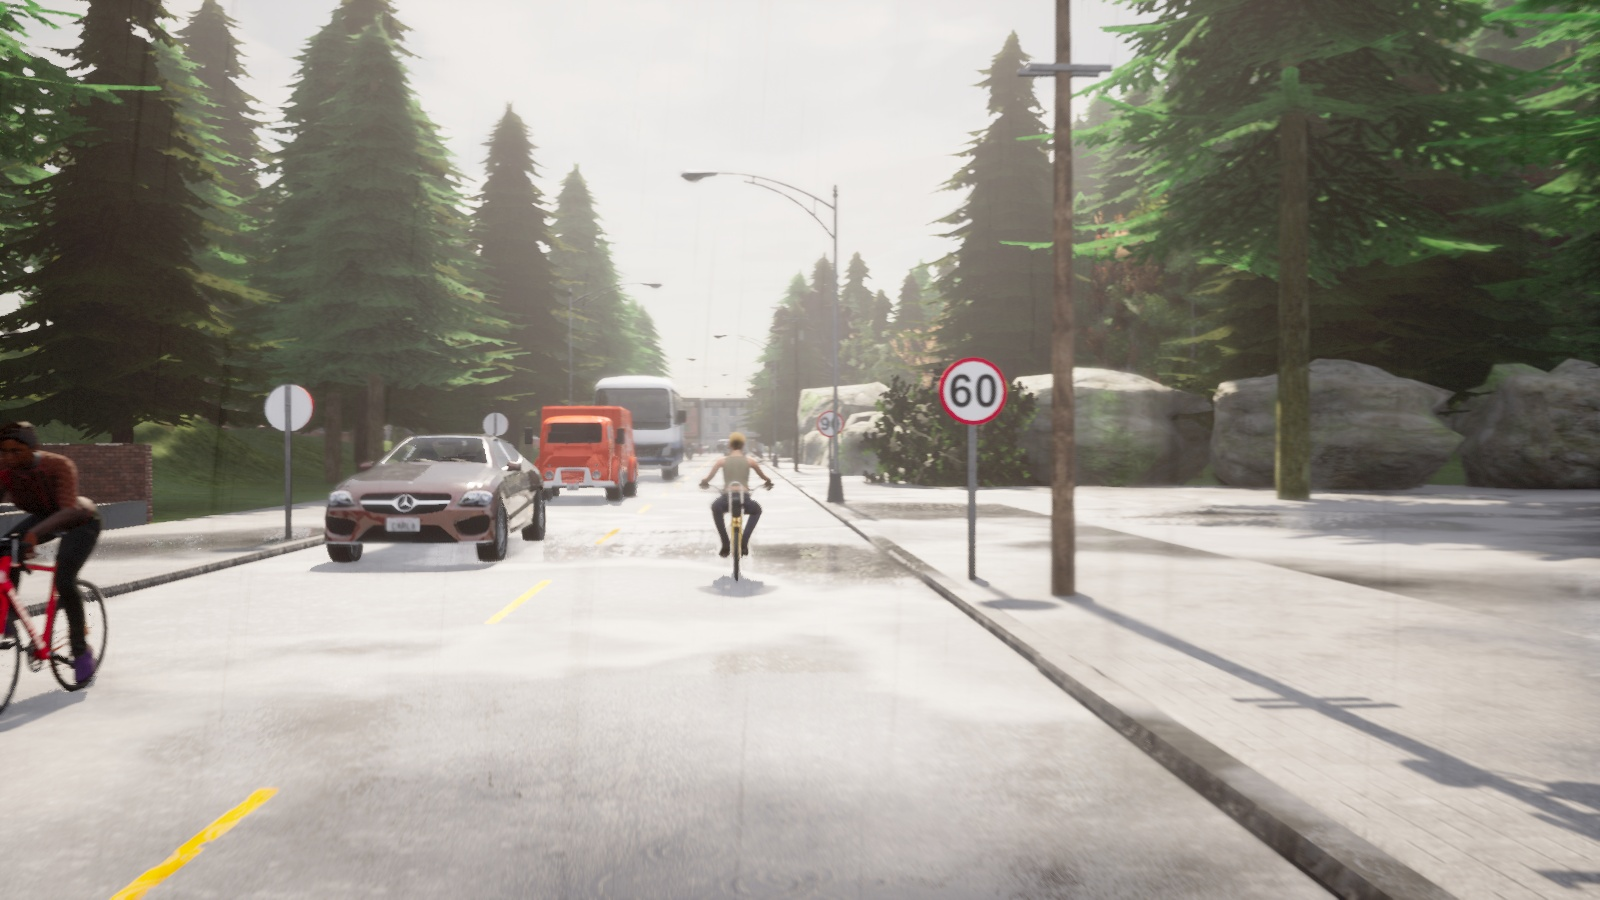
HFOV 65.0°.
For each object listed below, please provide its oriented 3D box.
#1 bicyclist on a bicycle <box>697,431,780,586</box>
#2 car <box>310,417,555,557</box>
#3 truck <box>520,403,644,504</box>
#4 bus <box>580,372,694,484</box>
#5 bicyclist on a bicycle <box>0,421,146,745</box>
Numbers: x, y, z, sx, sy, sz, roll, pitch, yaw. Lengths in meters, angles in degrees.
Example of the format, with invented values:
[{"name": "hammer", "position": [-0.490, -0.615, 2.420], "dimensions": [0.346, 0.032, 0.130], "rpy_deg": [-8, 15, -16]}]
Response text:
[{"name": "bicyclist on a bicycle", "position": [-0.673, 0.604, 13.866], "dimensions": [0.866, 1.612, 1.509], "rpy_deg": [0, 0, -3]}, {"name": "car", "position": [-4.853, 0.425, 17.431], "dimensions": [2.152, 1.651, 5.027], "rpy_deg": [0, 0, -3]}, {"name": "truck", "position": [-5.654, 0.068, 33.288], "dimensions": [2.627, 2.467, 5.204], "rpy_deg": [0, 0, -3]}, {"name": "bus", "position": [-6.626, -0.932, 52.876], "dimensions": [3.944, 4.253, 10.273], "rpy_deg": [0, 1, -3]}, {"name": "bicyclist on a bicycle", "position": [-4.325, 0.659, 6.977], "dimensions": [0.582, 1.620, 1.656], "rpy_deg": [0, 1, -3]}]
